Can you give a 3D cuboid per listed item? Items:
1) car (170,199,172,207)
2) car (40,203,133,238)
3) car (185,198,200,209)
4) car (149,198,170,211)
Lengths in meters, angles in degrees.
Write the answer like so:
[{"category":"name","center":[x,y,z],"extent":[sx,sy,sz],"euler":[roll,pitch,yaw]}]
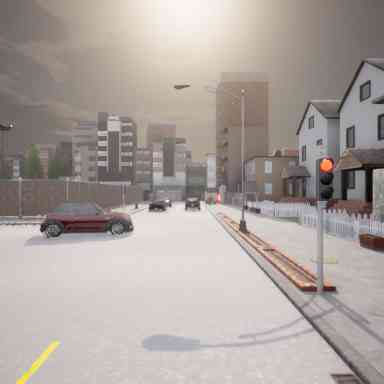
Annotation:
[{"category":"car","center":[-4.103,1.564,50.574],"extent":[1.994,1.385,4.181],"euler":[0,0,0]},{"category":"car","center":[-5.398,1.352,17.411],"extent":[4.553,1.767,2.097],"euler":[0,0,-15]},{"category":"car","center":[0.094,1.477,44.429],"extent":[1.882,1.535,5.008],"euler":[0,0,0]},{"category":"car","center":[-4.112,1.601,40.505],"extent":[1.895,1.301,4.718],"euler":[0,0,0]}]
